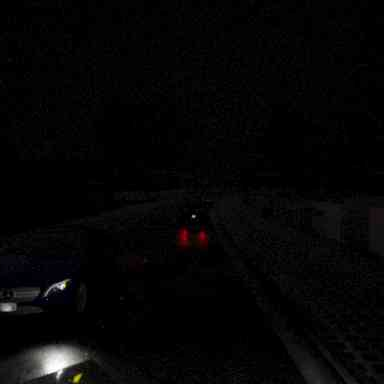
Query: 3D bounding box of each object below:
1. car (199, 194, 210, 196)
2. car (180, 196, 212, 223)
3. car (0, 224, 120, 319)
[{"bbox_3d":[1.613,1.021,43.198,2.033,1.411,5.357,0,1,6],"label":"car"},{"bbox_3d":[0.200,1.327,24.103,2.128,1.511,4.902,0,1,2],"label":"car"},{"bbox_3d":[-2.868,1.513,7.485,1.812,1.442,4.674,0,0,0],"label":"car"}]
